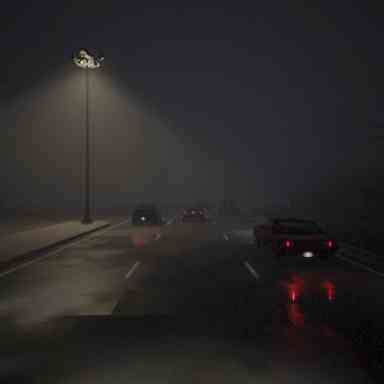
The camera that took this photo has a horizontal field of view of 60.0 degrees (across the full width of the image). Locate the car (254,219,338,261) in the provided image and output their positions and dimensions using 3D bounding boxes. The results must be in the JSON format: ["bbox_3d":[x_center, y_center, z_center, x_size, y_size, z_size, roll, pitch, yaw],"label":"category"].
[{"bbox_3d":[3.601,1.653,12.529,1.895,1.301,4.718,0,0,0],"label":"car"}]

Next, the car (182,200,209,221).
[{"bbox_3d":[0.152,1.664,28.311,2.033,1.411,5.357,0,0,1],"label":"car"}]

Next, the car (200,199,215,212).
[{"bbox_3d":[1.671,1.665,42.283,2.128,1.511,4.902,0,0,13],"label":"car"}]

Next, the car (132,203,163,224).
[{"bbox_3d":[-3.385,1.610,25.582,1.837,1.490,4.892,0,0,0],"label":"car"}]

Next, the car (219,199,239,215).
[{"bbox_3d":[4.091,1.503,36.755,2.097,1.767,4.553,0,0,5],"label":"car"}]
